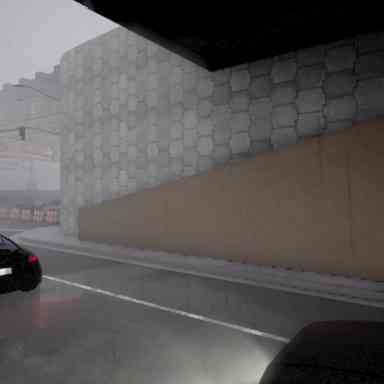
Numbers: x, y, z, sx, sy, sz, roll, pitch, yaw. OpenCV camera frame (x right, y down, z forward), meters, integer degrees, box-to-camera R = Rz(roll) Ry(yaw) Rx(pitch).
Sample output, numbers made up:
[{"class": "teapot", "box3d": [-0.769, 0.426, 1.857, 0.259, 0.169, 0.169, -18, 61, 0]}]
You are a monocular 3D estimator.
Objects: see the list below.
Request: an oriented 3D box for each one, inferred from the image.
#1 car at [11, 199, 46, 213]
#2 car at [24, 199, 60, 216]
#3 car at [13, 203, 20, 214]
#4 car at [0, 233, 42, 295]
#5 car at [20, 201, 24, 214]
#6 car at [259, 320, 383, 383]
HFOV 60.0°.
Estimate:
[{"class": "car", "box3d": [-15.808, 1.295, 32.451, 1.853, 1.218, 4.536, 0, 0, -9]}, {"class": "car", "box3d": [-12.058, 1.295, 29.638, 4.536, 1.218, 1.853, 0, 0, 1]}, {"class": "car", "box3d": [-15.799, 1.453, 32.400, 2.038, 1.542, 4.974, 0, 0, -9]}, {"class": "car", "box3d": [-5.394, 1.564, 7.809, 4.181, 1.385, 1.994, 0, 0, 36]}, {"class": "car", "box3d": [-12.110, 1.453, 29.638, 4.974, 1.542, 2.038, 0, 0, 1]}, {"class": "car", "box3d": [3.041, 1.547, 1.819, 5.357, 1.411, 2.033, 0, 0, 36]}]
